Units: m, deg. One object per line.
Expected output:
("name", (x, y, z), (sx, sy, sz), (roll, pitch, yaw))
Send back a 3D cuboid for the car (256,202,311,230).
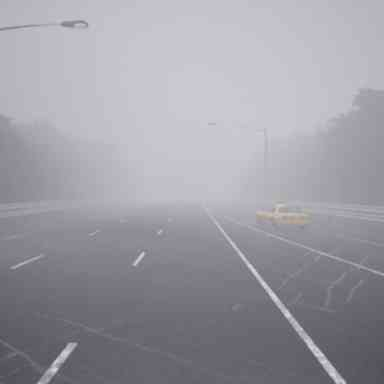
("car", (5.464, 1.417, 20.685), (1.801, 1.575, 5.366), (0, 0, -6))
